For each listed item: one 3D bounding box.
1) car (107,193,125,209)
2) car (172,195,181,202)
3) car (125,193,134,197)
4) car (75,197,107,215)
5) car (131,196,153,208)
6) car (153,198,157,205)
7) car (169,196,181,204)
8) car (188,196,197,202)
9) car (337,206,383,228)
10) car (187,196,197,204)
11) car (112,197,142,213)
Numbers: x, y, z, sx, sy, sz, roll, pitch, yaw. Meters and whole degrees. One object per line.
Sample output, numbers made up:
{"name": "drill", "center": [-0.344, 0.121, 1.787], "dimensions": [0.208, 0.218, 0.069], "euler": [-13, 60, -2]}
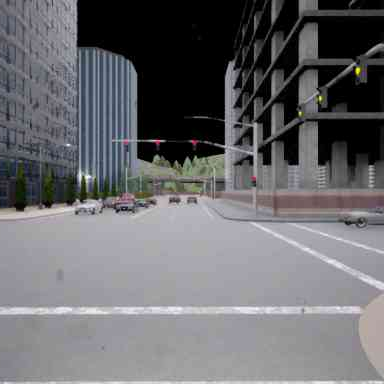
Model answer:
{"name": "car", "center": [-10.583, 1.352, 43.376], "dimensions": [2.097, 1.767, 4.553], "euler": [0, 0, 0]}
{"name": "car", "center": [-3.473, 1.508, 73.644], "dimensions": [1.812, 1.442, 4.674], "euler": [0, 0, 0]}
{"name": "car", "center": [-10.576, 1.221, 53.792], "dimensions": [2.150, 2.045, 5.566], "euler": [0, 0, 0]}
{"name": "car", "center": [-10.586, 1.526, 34.443], "dimensions": [1.812, 1.442, 4.674], "euler": [0, 0, 0]}
{"name": "car", "center": [-7.082, 1.564, 46.669], "dimensions": [1.994, 1.385, 4.181], "euler": [0, 0, 0]}
{"name": "car", "center": [-7.062, 1.601, 56.709], "dimensions": [1.895, 1.301, 4.718], "euler": [0, 0, 0]}
{"name": "car", "center": [-3.476, 1.505, 64.570], "dimensions": [1.837, 1.490, 4.892], "euler": [0, 0, 0]}
{"name": "car", "center": [0.027, 1.579, 73.673], "dimensions": [1.895, 1.301, 4.718], "euler": [0, 0, 0]}
{"name": "car", "center": [11.888, 1.545, 21.239], "dimensions": [4.718, 1.301, 1.895], "euler": [0, 0, 0]}
{"name": "car", "center": [0.024, 1.492, 64.567], "dimensions": [2.128, 1.511, 4.902], "euler": [0, 0, 0]}
{"name": "car", "center": [-7.086, 1.564, 36.760], "dimensions": [1.994, 1.385, 4.181], "euler": [0, 0, 0]}
